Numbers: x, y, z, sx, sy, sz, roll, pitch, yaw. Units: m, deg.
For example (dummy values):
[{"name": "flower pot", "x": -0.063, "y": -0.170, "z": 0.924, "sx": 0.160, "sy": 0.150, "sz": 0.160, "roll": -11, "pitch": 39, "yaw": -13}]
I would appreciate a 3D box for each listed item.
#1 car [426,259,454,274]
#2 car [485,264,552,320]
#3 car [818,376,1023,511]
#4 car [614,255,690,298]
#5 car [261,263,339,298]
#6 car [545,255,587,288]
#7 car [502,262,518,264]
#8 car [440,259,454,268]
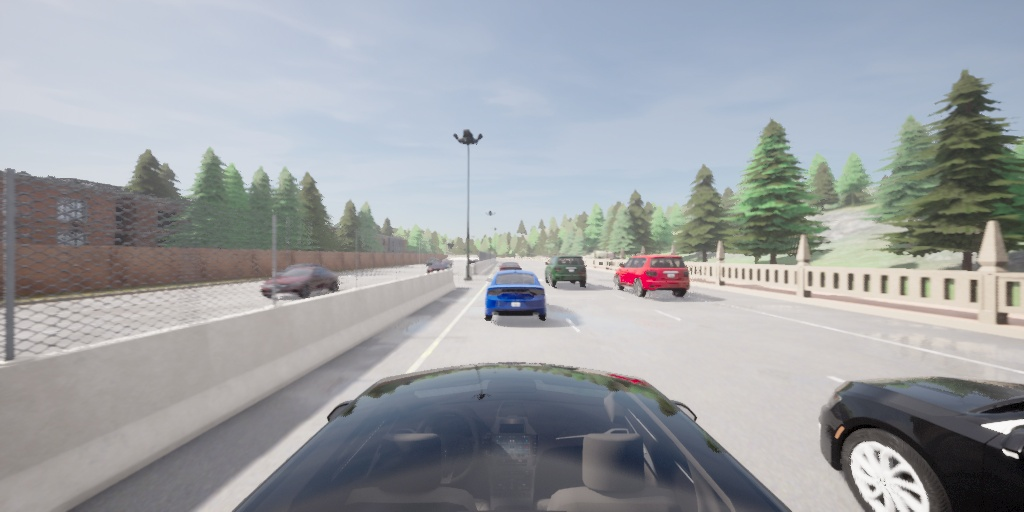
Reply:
[{"name": "car", "x": -7.557, "y": 1.313, "z": 37.534, "sx": 1.994, "sy": 1.385, "sz": 4.181, "roll": 0, "pitch": 0, "yaw": -1}, {"name": "car", "x": 0.115, "y": 1.227, "z": 12.679, "sx": 1.882, "sy": 1.535, "sz": 5.008, "roll": 0, "pitch": 0, "yaw": 0}, {"name": "car", "x": 3.600, "y": 1.255, "z": 1.118, "sx": 1.837, "sy": 1.490, "sz": 4.892, "roll": 0, "pitch": 0, "yaw": 0}, {"name": "car", "x": 7.082, "y": 0.970, "z": 18.684, "sx": 2.150, "sy": 2.045, "sz": 5.566, "roll": 0, "pitch": 0, "yaw": 0}, {"name": "car", "x": -10.621, "y": 1.275, "z": 18.438, "sx": 1.812, "sy": 1.442, "sz": 4.674, "roll": 0, "pitch": 0, "yaw": 0}, {"name": "car", "x": 3.501, "y": 0.970, "z": 24.134, "sx": 2.150, "sy": 2.045, "sz": 5.566, "roll": 0, "pitch": 0, "yaw": -1}, {"name": "car", "x": -0.188, "y": 1.226, "z": 31.031, "sx": 1.882, "sy": 1.535, "sz": 5.008, "roll": 0, "pitch": 0, "yaw": -2}, {"name": "car", "x": -11.611, "y": 1.273, "z": 64.319, "sx": 1.812, "sy": 1.442, "sz": 4.674, "roll": 0, "pitch": 0, "yaw": -1}]
